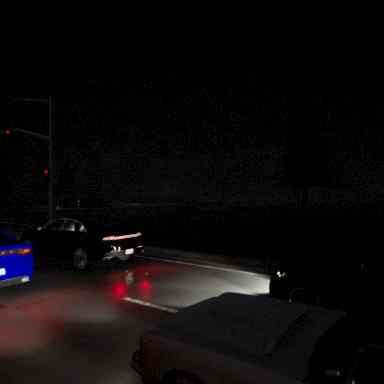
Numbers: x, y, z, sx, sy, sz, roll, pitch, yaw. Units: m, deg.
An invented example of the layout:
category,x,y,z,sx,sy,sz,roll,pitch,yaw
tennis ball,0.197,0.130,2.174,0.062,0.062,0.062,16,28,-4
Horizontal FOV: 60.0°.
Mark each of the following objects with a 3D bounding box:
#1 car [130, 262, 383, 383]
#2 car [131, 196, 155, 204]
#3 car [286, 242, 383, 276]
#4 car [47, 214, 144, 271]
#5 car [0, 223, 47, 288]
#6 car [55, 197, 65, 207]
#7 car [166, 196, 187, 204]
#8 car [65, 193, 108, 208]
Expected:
category,x,y,z,sx,sy,sz,roll,pitch,yaw
car,1.716,1.601,2.770,4.718,1.301,1.895,0,0,36
car,-9.628,1.547,65.973,2.033,1.411,5.357,0,0,35
car,3.502,1.564,5.788,4.181,1.385,1.994,0,0,36
car,-3.764,1.492,10.962,4.902,1.511,2.128,0,0,36
car,-5.899,1.478,8.186,5.008,1.535,1.882,0,0,36
car,-19.391,1.504,52.050,1.837,1.490,4.892,0,0,35
car,-2.978,1.493,63.309,2.128,1.511,4.902,0,0,35
car,-14.456,1.221,46.890,2.150,2.045,5.566,0,0,35
